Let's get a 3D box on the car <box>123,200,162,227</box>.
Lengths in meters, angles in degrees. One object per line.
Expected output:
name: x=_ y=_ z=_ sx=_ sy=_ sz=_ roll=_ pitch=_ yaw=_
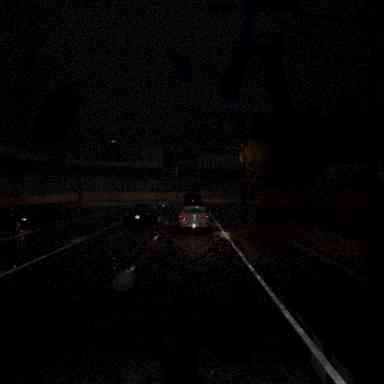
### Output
car: x=-3.397 y=1.517 z=22.706 sx=1.994 sy=1.385 sz=4.181 roll=0 pitch=0 yaw=0

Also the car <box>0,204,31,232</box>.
car: x=-10.498 y=1.487 z=16.982 sx=1.837 sy=1.490 sz=4.892 roll=0 pitch=0 yaw=0

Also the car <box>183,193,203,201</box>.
car: x=0.100 y=1.083 z=40.025 sx=2.150 sy=2.045 sz=5.566 roll=0 pitch=1 yaw=0

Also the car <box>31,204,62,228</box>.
car: x=-10.498 y=1.503 z=22.159 sx=2.033 sy=1.411 sz=5.357 roll=0 pitch=0 yaw=0

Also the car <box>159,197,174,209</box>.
car: x=-3.398 y=1.376 z=41.802 sx=1.812 sy=1.442 sz=4.674 roll=0 pitch=0 yaw=0

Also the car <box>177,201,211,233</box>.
car: x=0.102 y=1.495 z=19.493 sx=1.812 sy=1.442 sz=4.674 roll=0 pitch=0 yaw=0
